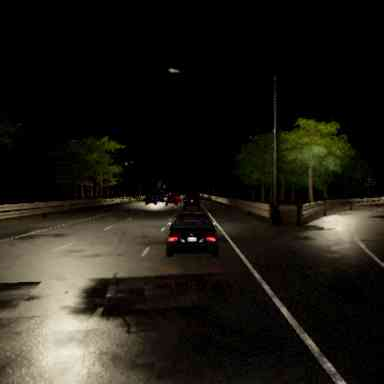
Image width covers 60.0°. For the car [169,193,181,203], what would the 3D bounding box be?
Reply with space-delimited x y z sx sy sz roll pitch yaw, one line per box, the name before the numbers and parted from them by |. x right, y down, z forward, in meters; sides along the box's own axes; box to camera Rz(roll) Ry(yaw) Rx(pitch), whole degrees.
car | -3.500 1.256 70.255 2.150 2.045 5.566 0 0 0

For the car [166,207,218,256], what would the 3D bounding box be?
car | 0.000 1.550 13.055 2.033 1.411 5.357 0 0 0

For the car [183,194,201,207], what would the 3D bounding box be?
car | 0.001 1.264 43.752 2.150 2.045 5.566 0 0 0

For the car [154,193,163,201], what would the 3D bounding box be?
car | -7.000 1.248 70.068 2.150 2.045 5.566 0 0 0

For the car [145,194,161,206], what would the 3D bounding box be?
car | -7.000 1.585 57.724 1.837 1.490 4.892 0 0 0

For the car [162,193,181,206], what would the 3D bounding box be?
car | -3.500 1.434 58.110 2.097 1.767 4.553 0 0 0

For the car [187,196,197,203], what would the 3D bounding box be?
car | 0.000 1.563 70.393 2.128 1.511 4.902 0 0 0

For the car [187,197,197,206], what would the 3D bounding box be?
car | 0.000 1.610 59.388 1.812 1.442 4.674 0 0 0
